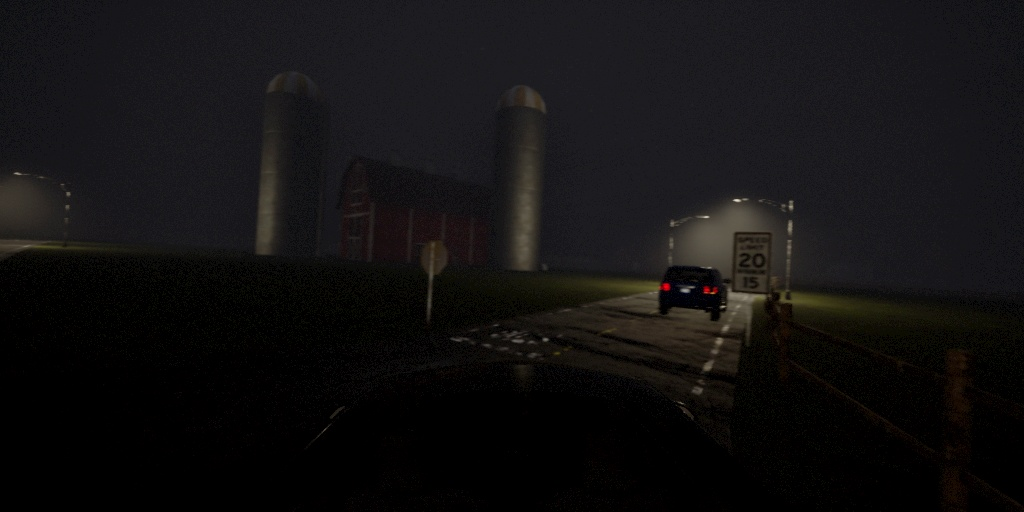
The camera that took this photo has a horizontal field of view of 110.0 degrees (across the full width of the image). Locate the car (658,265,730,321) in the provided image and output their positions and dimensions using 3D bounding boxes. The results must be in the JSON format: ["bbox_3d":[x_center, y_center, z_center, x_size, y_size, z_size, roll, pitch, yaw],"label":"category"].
[{"bbox_3d":[7.994,1.478,15.616,2.150,2.045,5.566,3,-1,34],"label":"car"}]
